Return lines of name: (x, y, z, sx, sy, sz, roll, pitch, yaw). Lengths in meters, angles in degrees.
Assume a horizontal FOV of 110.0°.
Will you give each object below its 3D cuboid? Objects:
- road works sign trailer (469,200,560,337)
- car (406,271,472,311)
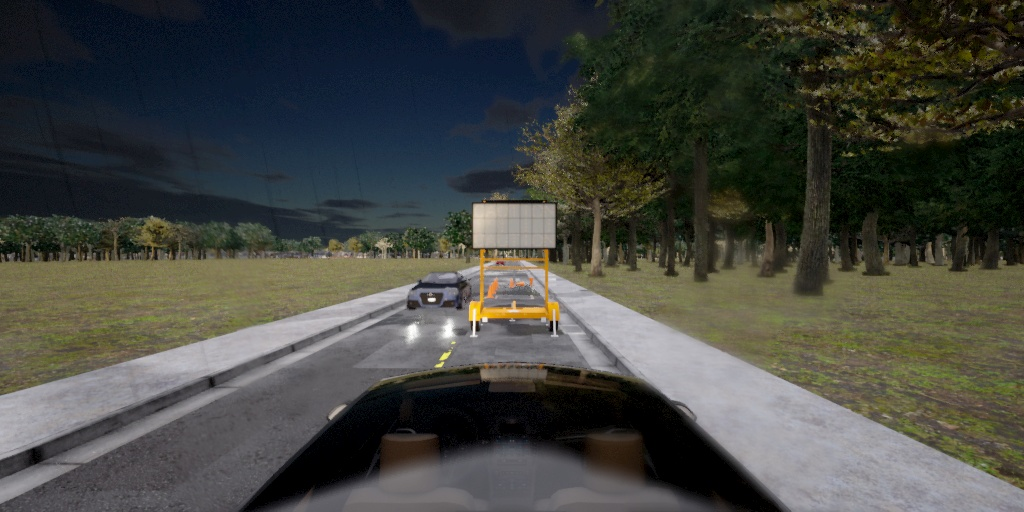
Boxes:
road works sign trailer: (0.067, 0.214, 10.256, 2.380, 3.560, 2.880, 0, 0, 0)
car: (-2.756, 1.314, 14.327, 1.994, 1.385, 4.181, 0, 0, 0)
